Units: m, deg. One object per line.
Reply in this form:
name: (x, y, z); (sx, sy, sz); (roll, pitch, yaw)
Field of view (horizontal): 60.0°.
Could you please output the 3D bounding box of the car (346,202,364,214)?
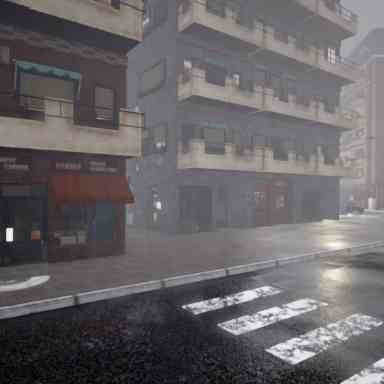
car: (18.028, 1.789, 38.298); (1.895, 1.301, 4.718); (0, 0, 5)
